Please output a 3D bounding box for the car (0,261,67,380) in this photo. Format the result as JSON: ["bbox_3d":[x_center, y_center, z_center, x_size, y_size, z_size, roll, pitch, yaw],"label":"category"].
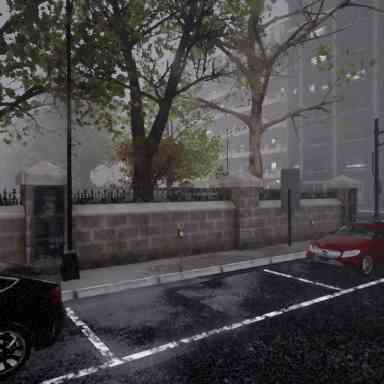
[{"bbox_3d":[-3.757,1.566,3.912,4.313,1.339,1.947,0,0,-35],"label":"car"}]

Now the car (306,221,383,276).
[{"bbox_3d":[5.319,1.581,10.251,4.206,1.307,1.802,0,0,-35],"label":"car"}]
